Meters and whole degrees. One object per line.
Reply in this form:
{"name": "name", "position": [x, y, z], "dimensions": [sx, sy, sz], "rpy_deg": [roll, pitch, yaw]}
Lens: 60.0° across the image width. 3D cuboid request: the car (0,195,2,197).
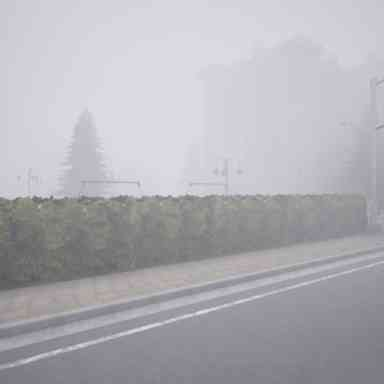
{"name": "car", "position": [-40.232, 1.373, 67.297], "dimensions": [3.633, 1.501, 1.845], "rpy_deg": [0, 0, -37]}
